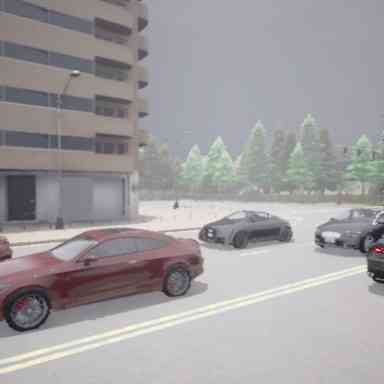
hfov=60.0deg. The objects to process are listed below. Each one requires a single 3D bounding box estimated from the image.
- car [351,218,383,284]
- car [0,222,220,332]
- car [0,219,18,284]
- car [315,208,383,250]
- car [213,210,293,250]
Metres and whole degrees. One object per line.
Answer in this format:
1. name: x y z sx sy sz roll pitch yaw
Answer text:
1. car: 6.164 1.440 8.147 4.892 1.490 1.837 0 0 -35
2. car: -1.859 1.510 6.947 4.674 1.442 1.812 0 0 -35
3. car: -6.796 1.534 7.733 4.674 1.442 1.812 0 0 -35
4. car: 6.795 1.405 13.013 4.902 1.511 2.128 0 0 -35
5. car: 2.354 1.497 14.178 4.181 1.385 1.994 0 0 -35
